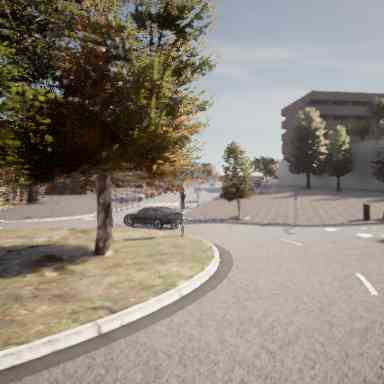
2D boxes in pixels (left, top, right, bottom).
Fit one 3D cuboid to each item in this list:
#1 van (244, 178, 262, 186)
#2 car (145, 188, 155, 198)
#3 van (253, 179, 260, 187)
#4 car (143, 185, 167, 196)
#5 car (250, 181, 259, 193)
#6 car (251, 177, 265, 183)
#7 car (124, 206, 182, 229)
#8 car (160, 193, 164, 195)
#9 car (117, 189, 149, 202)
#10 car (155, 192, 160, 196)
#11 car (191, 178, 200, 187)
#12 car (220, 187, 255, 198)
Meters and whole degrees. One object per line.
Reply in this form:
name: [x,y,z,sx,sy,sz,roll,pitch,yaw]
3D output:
van: [16.477,-2.809,90.614,4.442,1.987,1.878,-2,4,-7]
car: [-9.337,0.518,57.928,4.792,1.488,2.163,-3,4,-7]
van: [10.773,-0.997,67.326,4.442,1.987,1.878,-1,4,-5]
car: [-7.408,-0.298,66.522,4.553,1.767,2.185,-3,4,-7]
car: [8.370,-0.337,58.611,5.566,2.045,2.435,-1,5,-5]
car: [13.625,-1.928,78.948,5.566,2.045,2.435,-1,4,-6]
car: [-2.871,1.791,24.025,4.892,1.490,1.837,-1,-2,37]
car: [-8.107,0.081,63.657,4.792,1.488,2.163,-3,4,-7]
car: [-10.008,0.751,55.051,4.674,1.452,2.002,-3,4,-7]
car: [-8.699,0.144,60.782,4.553,1.767,2.185,-3,4,-7]
car: [-0.854,-2.494,95.076,4.553,1.767,2.185,-3,4,-7]
car: [6.891,0.366,52.851,5.008,1.535,2.097,-1,4,-5]
